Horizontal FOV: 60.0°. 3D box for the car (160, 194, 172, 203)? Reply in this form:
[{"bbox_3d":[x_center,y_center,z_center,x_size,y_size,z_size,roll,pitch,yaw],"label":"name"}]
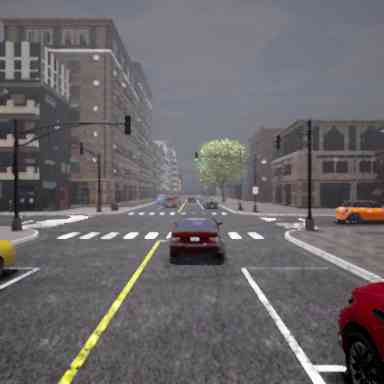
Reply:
[{"bbox_3d":[-5.720,1.382,73.775,2.192,1.841,5.009,0,0,0],"label":"car"}]

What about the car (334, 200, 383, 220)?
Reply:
[{"bbox_3d":[12.993,1.413,24.352,4.553,1.767,2.097,0,0,-2],"label":"car"}]

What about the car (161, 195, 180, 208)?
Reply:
[{"bbox_3d":[-3.094,1.550,48.491,1.812,1.442,4.674,0,0,0],"label":"car"}]

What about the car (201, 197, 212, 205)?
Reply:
[{"bbox_3d":[2.666,1.627,62.383,1.802,1.307,4.206,0,0,0],"label":"car"}]

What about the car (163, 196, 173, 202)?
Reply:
[{"bbox_3d":[-5.721,1.646,79.472,1.947,1.339,4.313,0,0,0],"label":"car"}]

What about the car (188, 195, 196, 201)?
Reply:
[{"bbox_3d":[-0.030,1.551,82.480,1.994,1.385,4.181,0,0,0],"label":"car"}]

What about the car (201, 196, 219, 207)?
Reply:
[{"bbox_3d":[2.672,1.570,45.292,2.008,1.369,4.403,0,0,0],"label":"car"}]

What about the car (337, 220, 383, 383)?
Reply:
[{"bbox_3d":[2.689,1.315,1.801,2.192,1.841,5.009,0,0,0],"label":"car"}]

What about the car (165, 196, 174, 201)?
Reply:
[{"bbox_3d":[-5.723,1.645,85.168,2.008,1.369,4.403,0,0,0],"label":"car"}]

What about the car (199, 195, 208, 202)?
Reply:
[{"bbox_3d":[2.659,1.520,79.473,1.967,1.590,4.097,0,0,0],"label":"car"}]

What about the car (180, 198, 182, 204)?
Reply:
[{"bbox_3d":[-3.038,1.575,64.956,1.812,1.442,4.674,0,0,0],"label":"car"}]

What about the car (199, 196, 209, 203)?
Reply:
[{"bbox_3d":[2.662,1.617,73.776,2.008,1.369,4.403,0,0,0],"label":"car"}]

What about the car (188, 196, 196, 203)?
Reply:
[{"bbox_3d":[-0.026,1.578,72.057,2.128,1.511,4.902,0,0,0],"label":"car"}]

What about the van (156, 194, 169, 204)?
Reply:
[{"bbox_3d":[-5.715,1.386,62.381,1.690,1.788,3.998,0,0,0],"label":"van"}]

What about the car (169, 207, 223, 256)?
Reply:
[{"bbox_3d":[0.238,1.545,13.052,2.033,1.411,5.357,0,0,3],"label":"car"}]

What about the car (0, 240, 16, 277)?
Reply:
[{"bbox_3d":[-5.695,1.524,7.168,1.752,1.417,4.829,0,0,0],"label":"car"}]

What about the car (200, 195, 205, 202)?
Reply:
[{"bbox_3d":[2.670,1.468,50.989,1.967,1.590,4.097,0,0,0],"label":"car"}]
